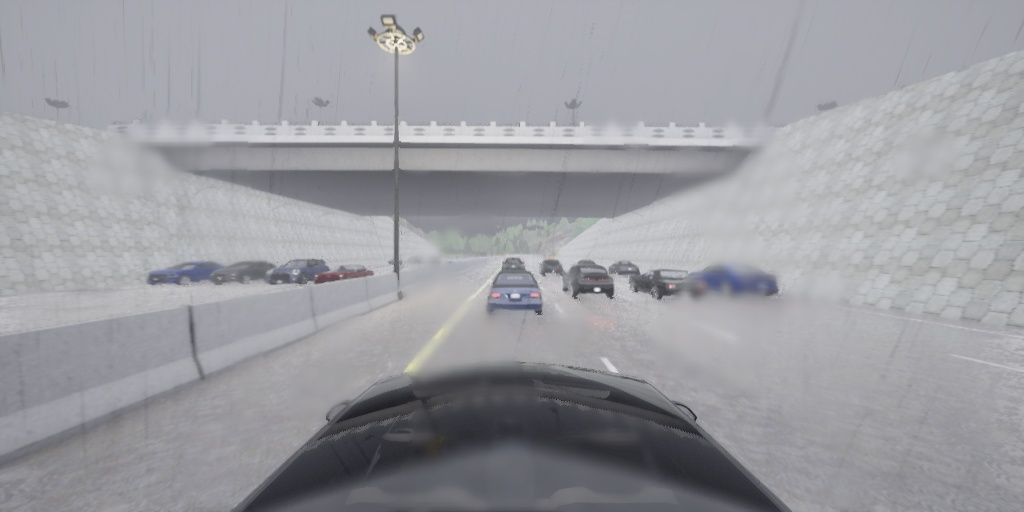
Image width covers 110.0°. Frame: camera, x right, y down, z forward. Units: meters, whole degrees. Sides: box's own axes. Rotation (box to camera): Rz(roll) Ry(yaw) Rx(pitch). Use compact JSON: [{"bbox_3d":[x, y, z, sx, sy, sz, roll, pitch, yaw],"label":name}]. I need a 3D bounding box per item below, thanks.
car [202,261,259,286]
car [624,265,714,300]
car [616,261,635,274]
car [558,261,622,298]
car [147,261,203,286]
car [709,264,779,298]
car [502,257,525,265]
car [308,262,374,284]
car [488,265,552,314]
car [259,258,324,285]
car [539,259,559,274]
[{"bbox_3d":[-17.587,1.113,24.038,1.837,1.490,4.892,0,0,0],"label":"car"},{"bbox_3d":[7.107,1.259,16.866,1.895,1.301,4.718,0,0,0],"label":"car"},{"bbox_3d":[10.617,1.116,34.261,1.994,1.385,4.181,0,0,0],"label":"car"},{"bbox_3d":[3.606,1.158,17.565,1.837,1.490,4.892,0,0,0],"label":"car"},{"bbox_3d":[-21.088,1.086,23.725,1.882,1.535,5.008,0,0,0],"label":"car"},{"bbox_3d":[10.606,1.132,17.589,1.882,1.535,5.008,0,0,0],"label":"car"},{"bbox_3d":[0.115,0.907,33.316,2.097,1.767,4.553,0,0,0],"label":"car"},{"bbox_3d":[-10.590,1.217,22.886,1.895,1.301,4.718,0,0,0],"label":"car"},{"bbox_3d":[0.104,1.226,13.245,2.033,1.411,5.357,0,0,0],"label":"car"},{"bbox_3d":[-14.087,0.961,23.966,2.097,1.767,4.553,0,0,0],"label":"car"},{"bbox_3d":[3.616,1.058,33.655,1.837,1.490,4.892,0,0,0],"label":"car"}]
